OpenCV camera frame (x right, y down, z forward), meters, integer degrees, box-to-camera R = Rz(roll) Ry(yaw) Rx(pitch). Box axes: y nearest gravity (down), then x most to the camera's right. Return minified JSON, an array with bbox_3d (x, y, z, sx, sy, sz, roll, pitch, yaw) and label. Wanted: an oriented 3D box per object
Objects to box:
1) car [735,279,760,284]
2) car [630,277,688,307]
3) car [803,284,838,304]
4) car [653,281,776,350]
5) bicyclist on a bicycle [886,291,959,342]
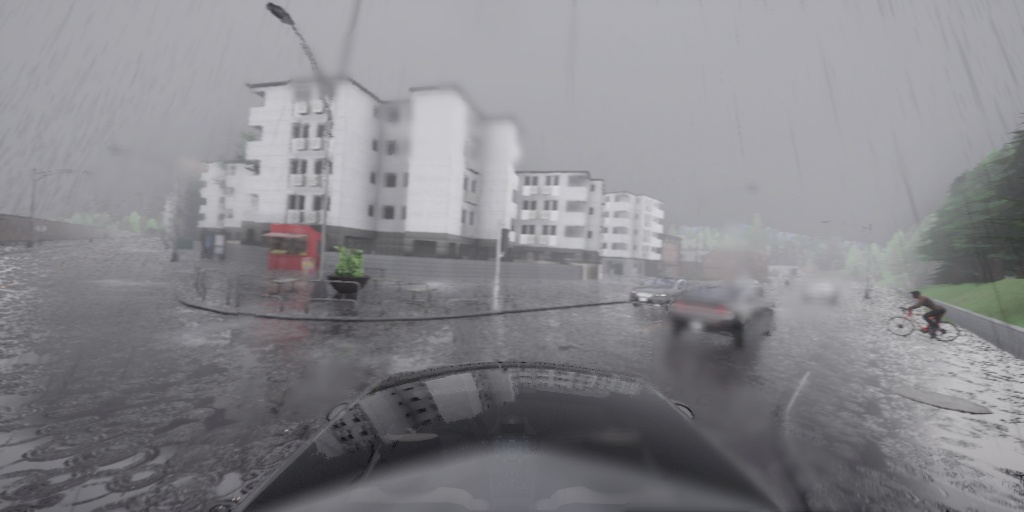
[{"bbox_3d":[18.861,2.588,28.848,4.674,1.442,1.812,4,0,-45],"label":"car"},{"bbox_3d":[7.630,1.796,17.754,4.902,1.511,2.128,4,0,-45],"label":"car"},{"bbox_3d":[24.951,2.969,28.980,4.674,1.442,1.812,4,0,-45],"label":"car"},{"bbox_3d":[6.477,1.690,10.823,4.902,1.511,2.128,4,0,-44],"label":"car"},{"bbox_3d":[14.013,2.026,12.257,0.582,1.620,1.656,4,-1,-45],"label":"bicyclist on a bicycle"}]
